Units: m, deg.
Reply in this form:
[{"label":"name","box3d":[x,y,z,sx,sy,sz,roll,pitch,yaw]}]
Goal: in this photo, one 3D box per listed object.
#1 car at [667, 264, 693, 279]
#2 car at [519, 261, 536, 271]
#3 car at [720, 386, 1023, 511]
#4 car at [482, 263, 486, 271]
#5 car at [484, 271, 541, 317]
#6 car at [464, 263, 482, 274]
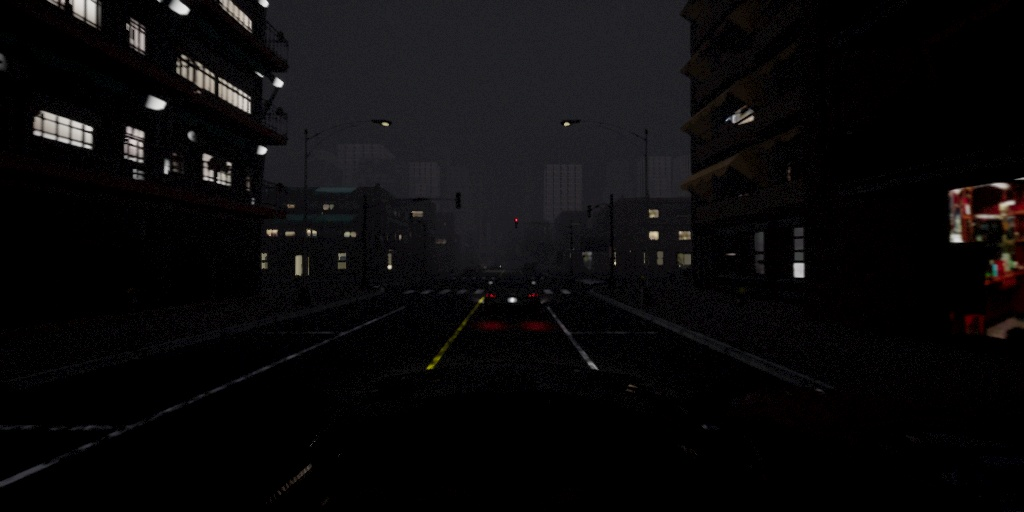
[{"label":"car","box3d":[17.495,1.469,35.035,4.313,1.339,1.948,0,0,0]},{"label":"car","box3d":[2.689,1.675,56.225,2.192,1.841,5.009,0,0,0]},{"label":"car","box3d":[2.690,1.330,1.477,1.802,1.307,4.207,0,0,0]},{"label":"car","box3d":[-5.692,1.926,56.225,1.948,1.339,4.313,0,0,0]},{"label":"car","box3d":[0.008,1.445,13.840,1.994,1.385,4.181,0,-1,0]},{"label":"car","box3d":[-5.779,1.840,50.704,1.888,1.381,4.507,0,0,0]}]
